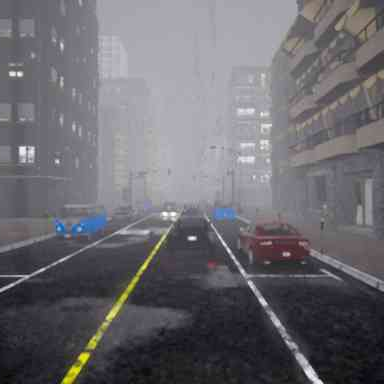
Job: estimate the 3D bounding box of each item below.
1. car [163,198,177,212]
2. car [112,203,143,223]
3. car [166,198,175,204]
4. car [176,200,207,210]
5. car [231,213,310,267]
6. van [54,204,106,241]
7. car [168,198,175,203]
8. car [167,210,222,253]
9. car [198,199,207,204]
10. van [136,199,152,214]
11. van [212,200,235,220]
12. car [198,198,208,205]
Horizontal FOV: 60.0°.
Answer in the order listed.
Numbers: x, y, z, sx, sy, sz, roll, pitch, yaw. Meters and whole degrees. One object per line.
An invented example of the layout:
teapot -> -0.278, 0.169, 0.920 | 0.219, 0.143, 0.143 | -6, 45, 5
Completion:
car -> -3.028, 1.938, 46.449 | 2.128, 1.511, 4.902 | 0, -1, 0
car -> -5.703, 1.856, 28.596 | 1.802, 1.307, 4.206 | 0, -1, 0
car -> -5.736, 2.411, 88.827 | 2.008, 1.369, 4.403 | 0, -1, 0
car -> -0.012, 1.773, 29.302 | 2.128, 1.511, 4.902 | 0, 0, 0
car -> 2.685, 1.657, 11.689 | 1.887, 1.381, 4.507 | 0, -1, 0
van -> -5.696, 1.507, 17.326 | 1.690, 1.788, 3.998 | 0, -1, 0
car -> -5.738, 2.497, 94.361 | 1.802, 1.307, 4.206 | 0, -1, 0
car -> 0.002, 1.701, 14.290 | 1.994, 1.385, 4.181 | 0, -1, 0
car -> 2.648, 2.356, 83.297 | 2.008, 1.369, 4.403 | 0, -1, 0
van -> -5.820, 1.723, 39.867 | 1.690, 1.788, 3.998 | 0, -1, 0
van -> 2.678, 1.614, 28.599 | 1.690, 1.788, 3.998 | 0, -1, 0
car -> 2.652, 2.191, 77.764 | 1.967, 1.590, 4.097 | 0, -1, 0
